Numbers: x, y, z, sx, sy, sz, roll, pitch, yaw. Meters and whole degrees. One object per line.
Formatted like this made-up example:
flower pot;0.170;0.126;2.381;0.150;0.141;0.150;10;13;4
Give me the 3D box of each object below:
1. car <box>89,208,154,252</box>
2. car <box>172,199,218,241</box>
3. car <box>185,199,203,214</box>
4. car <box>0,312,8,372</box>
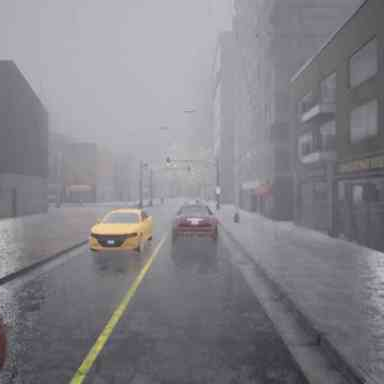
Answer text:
car;-2.767;1.467;13.971;1.882;1.535;5.008;0;0;1
car;0.133;1.340;16.620;2.097;1.767;4.553;0;0;0
car;0.167;1.515;35.892;1.812;1.442;4.674;0;0;0
car;-2.838;1.524;1.712;1.812;1.442;4.674;0;0;0
